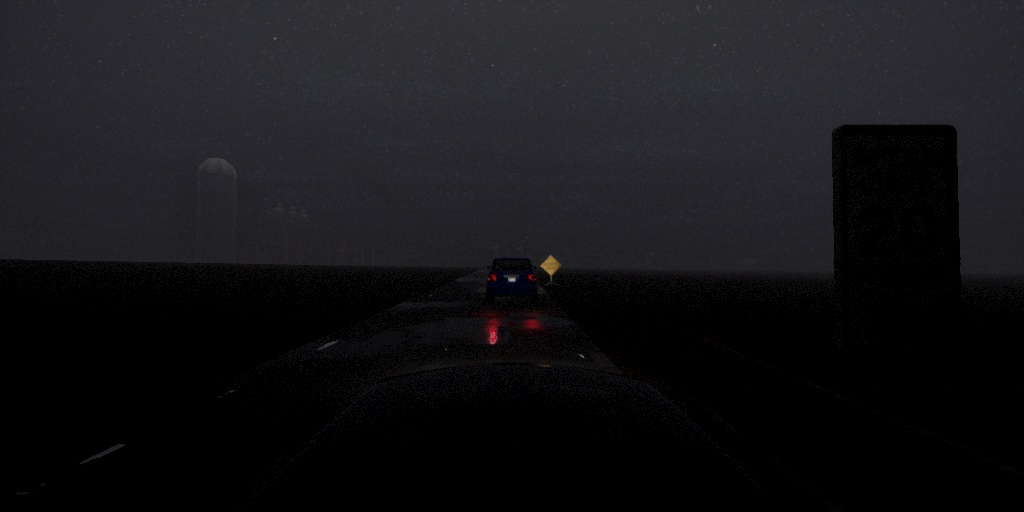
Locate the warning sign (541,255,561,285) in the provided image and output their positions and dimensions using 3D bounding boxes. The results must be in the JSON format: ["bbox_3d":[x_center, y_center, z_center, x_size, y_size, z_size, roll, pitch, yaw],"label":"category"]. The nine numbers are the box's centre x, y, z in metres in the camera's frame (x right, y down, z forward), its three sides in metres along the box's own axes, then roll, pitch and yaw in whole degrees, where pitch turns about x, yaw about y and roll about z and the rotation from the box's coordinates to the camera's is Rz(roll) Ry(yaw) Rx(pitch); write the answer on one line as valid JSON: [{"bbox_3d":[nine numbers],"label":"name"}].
[{"bbox_3d":[2.450,0.871,22.321,1.300,1.860,1.060,0,0,0],"label":"warning sign"}]

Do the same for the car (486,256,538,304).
[{"bbox_3d":[0.000,1.012,16.535,2.150,2.045,5.566,0,0,0],"label":"car"}]
